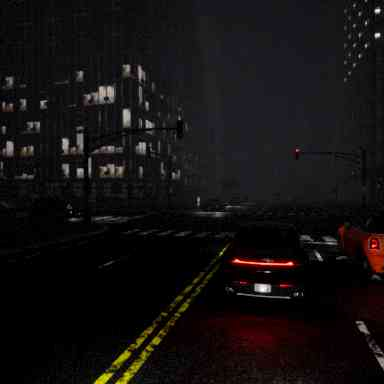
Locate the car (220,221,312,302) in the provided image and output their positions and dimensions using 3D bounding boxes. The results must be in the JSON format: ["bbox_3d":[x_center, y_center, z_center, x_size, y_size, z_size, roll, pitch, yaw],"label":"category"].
[{"bbox_3d":[1.901,1.501,8.400,1.837,1.490,4.892,0,0,15],"label":"car"}]

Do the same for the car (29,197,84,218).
[{"bbox_3d":[-11.664,1.217,28.720,4.553,1.767,2.097,1,1,17],"label":"car"}]

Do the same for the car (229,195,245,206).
[{"bbox_3d":[7.063,1.491,54.163,1.812,1.442,4.674,0,0,14],"label":"car"}]

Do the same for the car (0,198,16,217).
[{"bbox_3d":[-16.631,1.434,27.348,4.313,1.339,1.947,1,1,16],"label":"car"}]

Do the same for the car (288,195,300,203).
[{"bbox_3d":[20.480,1.435,66.127,2.128,1.511,4.902,0,0,14],"label":"car"}]

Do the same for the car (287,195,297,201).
[{"bbox_3d":[23.863,1.468,79.469,2.033,1.411,5.357,0,0,15],"label":"car"}]

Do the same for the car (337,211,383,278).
[{"bbox_3d":[5.779,1.347,9.985,2.097,1.767,4.553,0,0,15],"label":"car"}]

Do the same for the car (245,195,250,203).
[{"bbox_3d":[10.928,1.452,68.560,1.837,1.490,4.892,0,0,15],"label":"car"}]

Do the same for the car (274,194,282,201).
[{"bbox_3d":[20.719,1.239,80.294,1.882,1.535,5.008,0,0,15],"label":"car"}]

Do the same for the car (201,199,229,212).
[{"bbox_3d":[2.565,1.506,38.079,1.812,1.442,4.674,0,0,19],"label":"car"}]

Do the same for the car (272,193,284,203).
[{"bbox_3d":[18.089,1.160,70.244,2.150,2.045,5.566,0,0,15],"label":"car"}]
